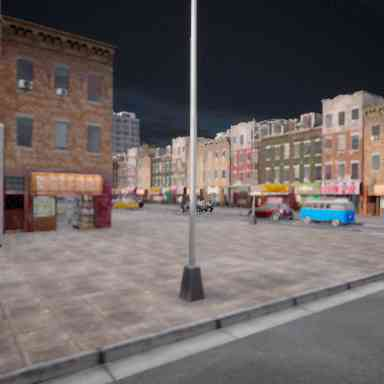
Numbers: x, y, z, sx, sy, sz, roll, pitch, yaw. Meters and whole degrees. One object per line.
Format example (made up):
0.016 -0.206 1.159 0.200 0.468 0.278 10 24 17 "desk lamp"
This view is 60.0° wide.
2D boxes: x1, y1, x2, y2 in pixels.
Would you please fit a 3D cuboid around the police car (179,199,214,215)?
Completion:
0.378 1.675 38.424 1.930 1.638 5.238 1 -1 -36 "police car"

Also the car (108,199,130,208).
-12.375 1.868 55.929 2.008 1.369 4.403 0 0 -36 "car"

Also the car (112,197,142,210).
-9.390 1.745 47.355 1.882 1.535 5.008 1 -1 -35 "car"

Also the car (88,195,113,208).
-15.288 1.520 55.468 2.150 2.045 5.566 1 -1 -36 "car"

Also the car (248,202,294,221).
6.828 1.656 29.274 1.967 1.590 4.097 0 0 -36 "car"

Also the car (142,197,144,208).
-9.174 1.615 51.487 2.192 1.841 5.009 0 0 -36 "car"

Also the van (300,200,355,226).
10.029 1.542 24.832 1.690 1.788 3.998 0 0 -36 "van"
